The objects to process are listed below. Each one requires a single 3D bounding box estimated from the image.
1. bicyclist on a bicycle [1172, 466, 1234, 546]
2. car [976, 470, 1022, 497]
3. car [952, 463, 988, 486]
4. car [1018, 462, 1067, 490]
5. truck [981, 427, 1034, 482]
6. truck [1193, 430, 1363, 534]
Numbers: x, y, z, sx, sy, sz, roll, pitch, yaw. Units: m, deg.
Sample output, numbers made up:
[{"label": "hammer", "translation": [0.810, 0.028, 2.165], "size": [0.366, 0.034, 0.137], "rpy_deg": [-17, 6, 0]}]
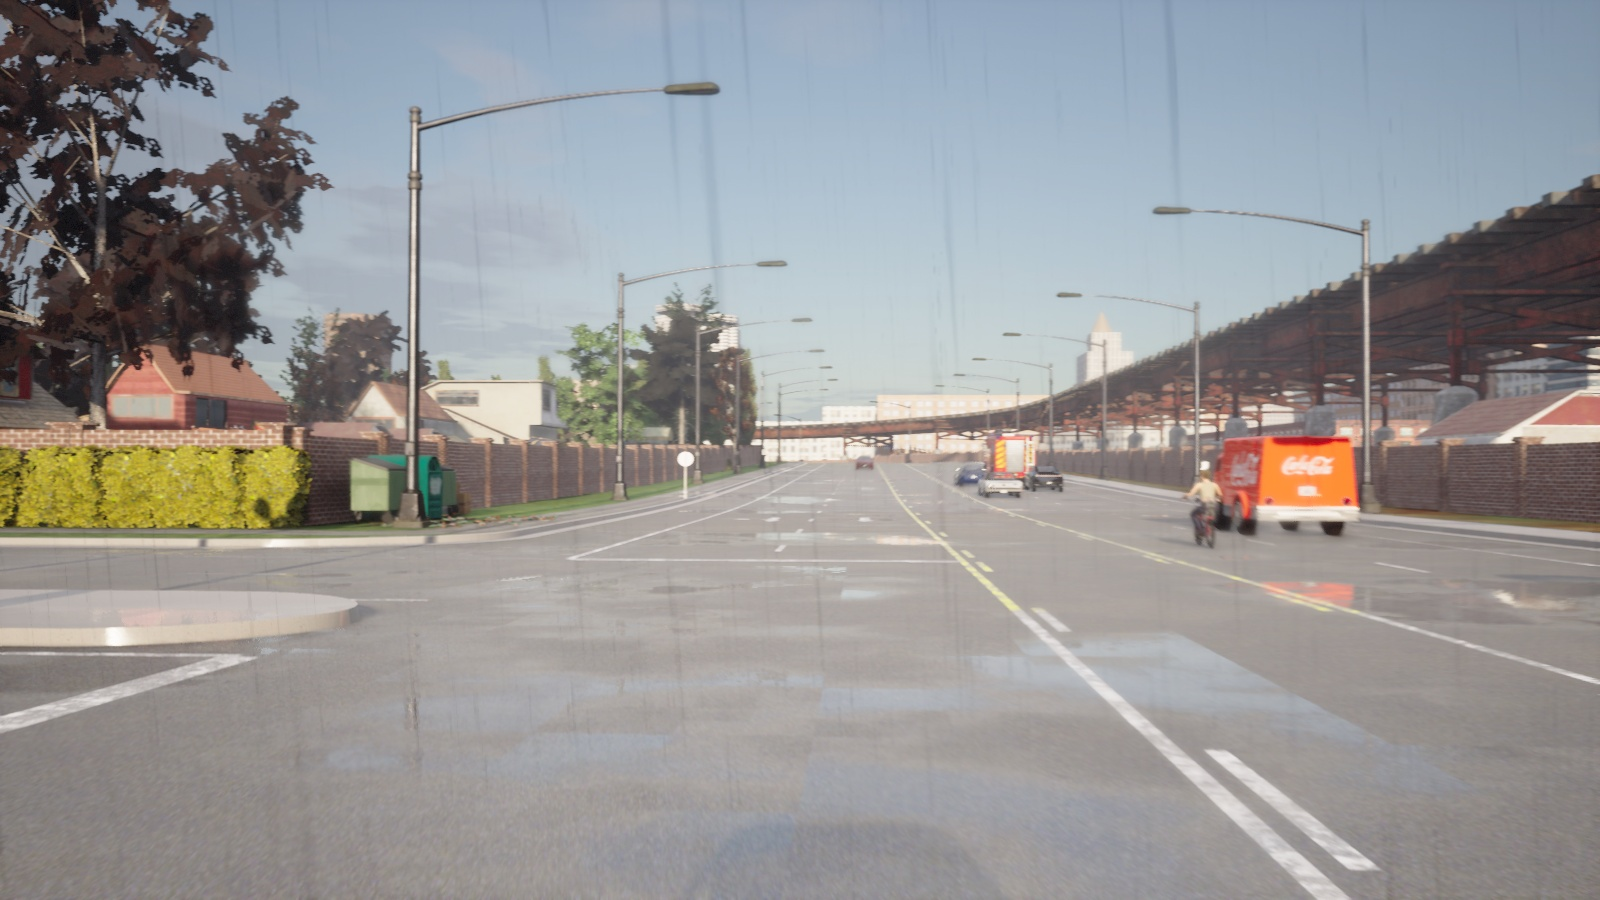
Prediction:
[{"label": "bicyclist on a bicycle", "translation": [8.400, 1.151, 26.227], "size": [0.866, 1.612, 1.509], "rpy_deg": [0, -1, 3]}, {"label": "car", "translation": [10.387, 1.722, 65.954], "size": [1.895, 1.301, 4.718], "rpy_deg": [0, 0, 3]}, {"label": "car", "translation": [11.237, 1.596, 83.047], "size": [1.994, 1.385, 4.181], "rpy_deg": [0, 0, 3]}, {"label": "car", "translation": [14.307, 1.518, 74.322], "size": [2.128, 1.511, 4.902], "rpy_deg": [0, 0, 3]}, {"label": "truck", "translation": [15.207, 0.293, 92.526], "size": [2.891, 3.827, 8.468], "rpy_deg": [0, 0, 3]}, {"label": "truck", "translation": [12.226, 0.817, 32.611], "size": [2.627, 2.467, 5.204], "rpy_deg": [0, -1, 3]}]
